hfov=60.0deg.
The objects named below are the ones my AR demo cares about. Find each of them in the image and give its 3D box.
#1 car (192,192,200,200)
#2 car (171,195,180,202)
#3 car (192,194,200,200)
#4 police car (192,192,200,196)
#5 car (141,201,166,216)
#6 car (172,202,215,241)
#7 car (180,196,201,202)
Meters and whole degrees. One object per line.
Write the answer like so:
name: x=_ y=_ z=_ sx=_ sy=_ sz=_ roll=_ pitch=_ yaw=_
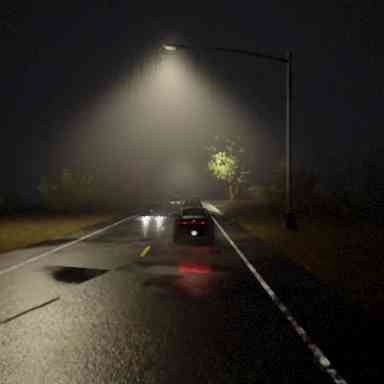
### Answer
car: x=1.032 y=1.053 z=94.501 sx=2.150 sy=2.045 sz=5.566 roll=0 pitch=0 yaw=0
car: x=-3.514 y=1.379 z=72.038 sx=1.994 sy=1.385 sz=4.181 roll=0 pitch=0 yaw=0
car: x=1.033 y=1.320 z=88.470 sx=1.882 sy=1.535 sz=5.008 roll=0 pitch=0 yaw=0
police car: x=1.035 y=1.288 z=78.578 sx=1.930 sy=1.638 sz=5.238 roll=0 pitch=0 yaw=0
car: x=-3.603 y=1.517 z=31.665 sx=1.994 sy=1.385 sz=4.181 roll=0 pitch=0 yaw=0
car: x=0.094 y=1.482 z=16.523 sx=1.837 sy=1.490 sz=4.892 roll=0 pitch=0 yaw=0
car: x=0.092 y=1.428 z=33.507 sx=1.882 sy=1.535 sz=5.008 roll=0 pitch=0 yaw=0
